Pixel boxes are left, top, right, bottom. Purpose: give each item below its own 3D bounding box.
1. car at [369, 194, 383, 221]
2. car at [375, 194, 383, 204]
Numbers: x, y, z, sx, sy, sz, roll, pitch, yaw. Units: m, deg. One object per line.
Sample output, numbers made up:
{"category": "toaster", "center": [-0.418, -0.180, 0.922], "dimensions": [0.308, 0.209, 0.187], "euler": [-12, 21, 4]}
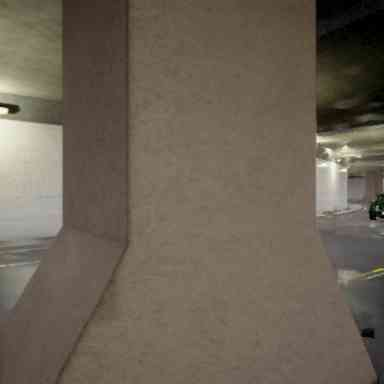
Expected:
{"category": "car", "center": [15.421, 1.173, 25.658], "dimensions": [2.150, 2.045, 5.566], "euler": [0, 0, 41]}
{"category": "car", "center": [34.785, 1.214, 58.874], "dimensions": [2.097, 1.767, 4.553], "euler": [0, 0, 0]}
